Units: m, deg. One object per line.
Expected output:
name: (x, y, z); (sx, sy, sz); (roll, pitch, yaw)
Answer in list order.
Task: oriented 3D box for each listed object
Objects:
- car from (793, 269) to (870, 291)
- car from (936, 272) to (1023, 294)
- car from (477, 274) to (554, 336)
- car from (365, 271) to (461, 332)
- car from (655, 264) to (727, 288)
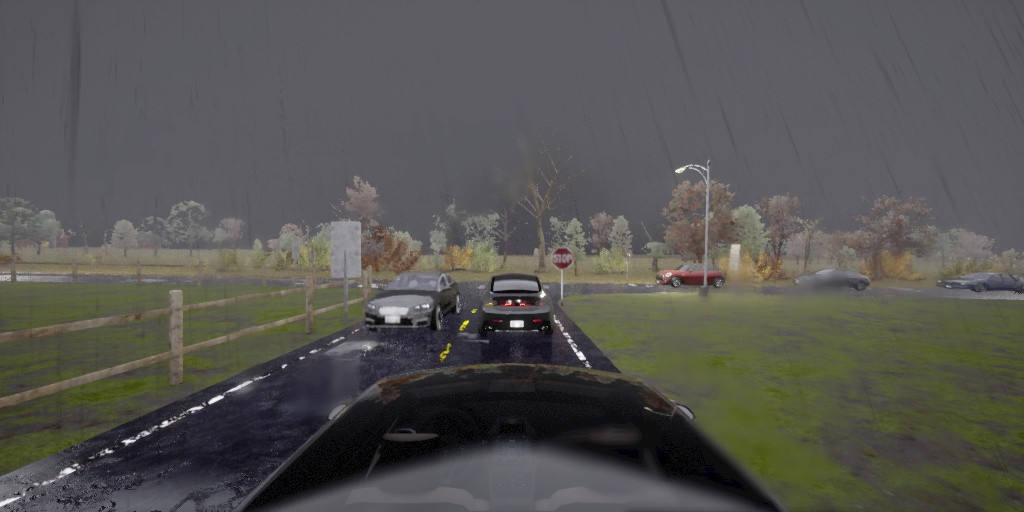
car: (23.108, 1.687, 25.945); (4.674, 1.442, 1.812); (1, 1, 0)
car: (34.281, 1.905, 25.916); (5.357, 1.411, 2.033); (1, 1, 0)
car: (0.064, 1.252, 10.342); (1.837, 1.490, 4.892); (0, 0, -1)
car: (-2.777, 1.239, 10.953); (2.128, 1.511, 4.902); (0, 0, 1)
car: (12.811, 1.330, 25.919); (4.553, 1.767, 2.097); (1, 1, -1)
